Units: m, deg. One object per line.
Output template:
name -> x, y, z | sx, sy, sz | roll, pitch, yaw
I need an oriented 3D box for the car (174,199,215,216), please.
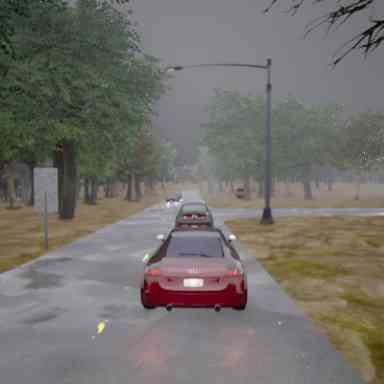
car -> 0.117, 1.311, 17.361 | 1.837, 1.490, 4.892 | 0, 1, 0

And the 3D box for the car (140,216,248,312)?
car -> 0.092, 1.482, 7.633 | 1.994, 1.385, 4.181 | 0, 1, 2

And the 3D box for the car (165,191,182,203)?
car -> -2.979, 0.912, 51.675 | 1.994, 1.385, 4.181 | 0, 1, 0
